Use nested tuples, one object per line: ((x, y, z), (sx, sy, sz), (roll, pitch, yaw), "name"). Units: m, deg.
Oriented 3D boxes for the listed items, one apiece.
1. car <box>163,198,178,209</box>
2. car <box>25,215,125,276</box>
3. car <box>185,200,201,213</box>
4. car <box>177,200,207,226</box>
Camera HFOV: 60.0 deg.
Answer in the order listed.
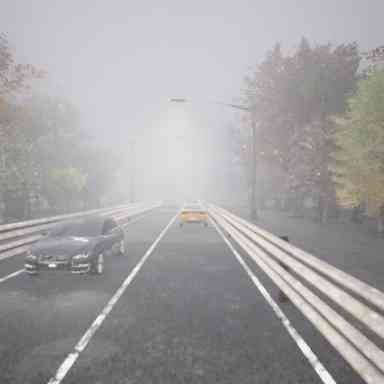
((-3.322, 1.755, 52.229), (2.097, 1.767, 4.553), (0, -1, 0), "car")
((-3.350, 1.521, 10.414), (1.837, 1.490, 4.892), (0, 0, 0), "car")
((0.099, 1.780, 42.904), (1.882, 1.535, 5.008), (0, -1, 0), "car")
((0.099, 1.584, 24.270), (1.882, 1.535, 5.008), (0, -1, 0), "car")
